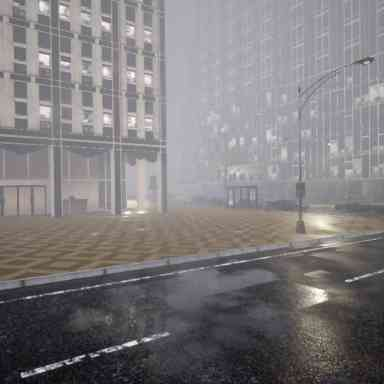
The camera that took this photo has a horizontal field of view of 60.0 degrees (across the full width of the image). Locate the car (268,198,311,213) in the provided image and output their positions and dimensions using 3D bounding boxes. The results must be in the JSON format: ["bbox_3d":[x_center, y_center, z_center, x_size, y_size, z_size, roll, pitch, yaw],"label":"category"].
[{"bbox_3d":[10.320,1.424,34.908,1.947,1.339,4.313,0,1,-34],"label":"car"}]

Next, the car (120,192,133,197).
[{"bbox_3d":[-18.027,0.688,91.275,2.008,1.369,4.403,0,1,-34],"label":"car"}]

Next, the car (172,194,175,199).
[{"bbox_3d":[-5.167,0.936,72.529,1.802,1.307,4.206,0,1,-34],"label":"car"}]

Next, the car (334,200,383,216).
[{"bbox_3d":[15.974,1.475,31.178,1.895,1.301,4.718,-1,1,-31],"label":"car"}]

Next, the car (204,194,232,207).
[{"bbox_3d":[3.952,1.319,44.327,1.947,1.339,4.313,0,1,-34],"label":"car"}]

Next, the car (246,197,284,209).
[{"bbox_3d":[9.035,1.359,41.570,1.895,1.301,4.718,-1,1,-34],"label":"car"}]

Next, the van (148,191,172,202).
[{"bbox_3d":[-5.647,0.937,58.413,1.690,1.788,3.998,0,1,-34],"label":"van"}]

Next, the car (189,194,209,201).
[{"bbox_3d":[1.263,1.043,63.155,1.802,1.307,4.206,0,1,-34],"label":"car"}]

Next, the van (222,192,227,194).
[{"bbox_3d":[4.478,0.855,58.465,1.690,1.788,3.998,0,1,-34],"label":"van"}]

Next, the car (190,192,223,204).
[{"bbox_3d":[1.998,1.191,51.855,2.033,1.411,5.357,-1,1,-34],"label":"car"}]

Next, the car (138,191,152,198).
[{"bbox_3d":[-11.597,0.686,81.901,1.967,1.590,4.097,0,1,-34],"label":"car"}]

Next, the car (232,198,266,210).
[{"bbox_3d":[7.119,1.388,39.607,1.802,1.307,4.206,0,1,-34],"label":"car"}]

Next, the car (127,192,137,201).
[{"bbox_3d":[-12.078,1.039,67.790,2.008,1.369,4.403,0,1,-34],"label":"car"}]

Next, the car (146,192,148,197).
[{"bbox_3d":[-8.382,0.615,77.213,2.192,1.841,5.009,0,1,-34],"label":"car"}]
